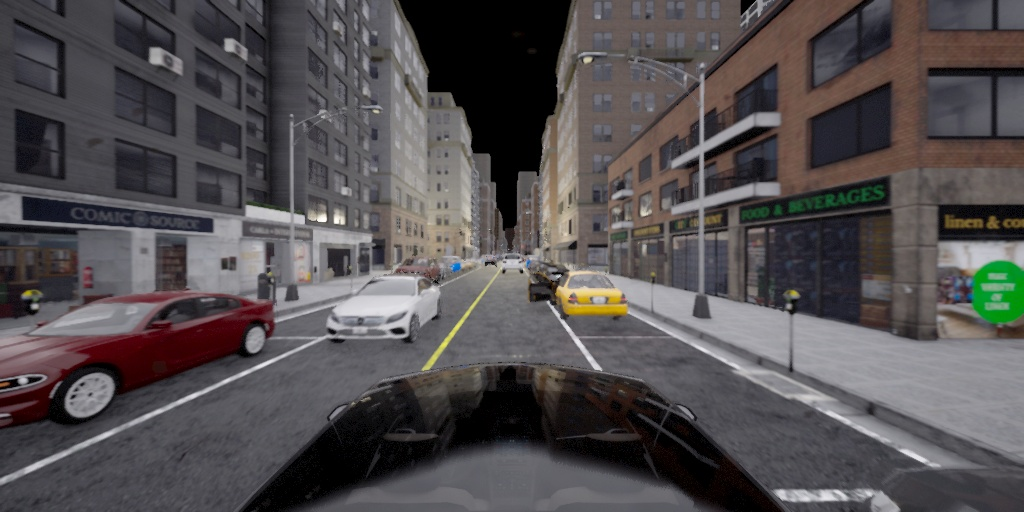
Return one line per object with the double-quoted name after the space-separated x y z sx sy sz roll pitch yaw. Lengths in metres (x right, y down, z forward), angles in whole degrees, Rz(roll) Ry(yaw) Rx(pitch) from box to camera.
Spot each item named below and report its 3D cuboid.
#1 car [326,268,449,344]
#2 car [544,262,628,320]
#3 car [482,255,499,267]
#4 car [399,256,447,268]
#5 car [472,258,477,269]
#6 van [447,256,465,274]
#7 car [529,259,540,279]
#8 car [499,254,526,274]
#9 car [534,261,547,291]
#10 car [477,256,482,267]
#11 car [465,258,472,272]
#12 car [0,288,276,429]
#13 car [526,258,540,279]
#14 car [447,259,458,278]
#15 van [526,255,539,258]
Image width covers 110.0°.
-3.086 1.231 9.609 1.812 1.442 4.674 0 0 0 "car"
2.352 1.146 12.242 1.801 1.575 5.366 0 0 0 "car"
-2.995 0.851 51.389 1.895 1.301 4.718 0 0 0 "car"
-5.855 0.944 22.743 2.192 1.841 5.009 0 0 0 "car"
-5.853 1.016 45.247 1.751 1.417 4.829 0 0 0 "car"
-5.854 0.905 34.079 1.690 1.789 3.998 0 0 0 "van"
2.671 1.161 28.423 1.948 1.339 4.313 0 0 0 "car"
0.063 0.760 37.846 2.150 2.045 5.566 0 0 0 "car"
2.671 1.194 22.755 1.948 1.339 4.313 0 0 0 "car"
-5.853 1.002 51.085 2.007 1.370 4.403 0 0 0 "car"
-5.854 1.054 39.578 1.751 1.417 4.829 0 0 0 "car"
-5.857 1.273 5.738 1.888 1.381 4.507 0 0 0 "car"
2.671 1.113 34.092 2.007 1.370 4.403 0 0 0 "car"
-5.854 1.147 28.411 2.007 1.370 4.403 0 0 0 "car"
2.672 0.831 45.433 1.690 1.789 3.998 0 0 0 "van"
